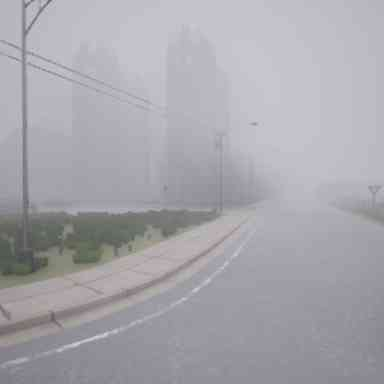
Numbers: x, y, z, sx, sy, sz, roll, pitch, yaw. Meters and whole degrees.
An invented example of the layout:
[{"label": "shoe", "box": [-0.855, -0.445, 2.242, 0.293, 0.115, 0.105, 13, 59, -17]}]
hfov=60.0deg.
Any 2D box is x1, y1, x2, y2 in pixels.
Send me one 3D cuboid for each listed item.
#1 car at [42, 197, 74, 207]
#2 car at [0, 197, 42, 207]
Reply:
[{"label": "car", "box": [-18.157, 1.422, 44.643, 4.674, 1.442, 1.812, 0, 0, 15]}, {"label": "car", "box": [-19.518, 1.423, 36.928, 2.242, 1.667, 4.611, 0, 0, 16]}]
